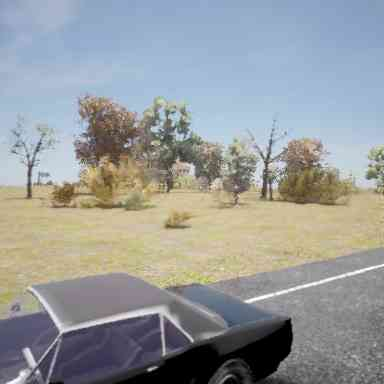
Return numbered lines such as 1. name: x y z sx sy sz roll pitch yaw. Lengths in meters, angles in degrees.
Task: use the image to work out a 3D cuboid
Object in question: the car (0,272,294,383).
1. car: -1.257 1.601 3.111 4.718 1.301 1.895 0 0 -36
